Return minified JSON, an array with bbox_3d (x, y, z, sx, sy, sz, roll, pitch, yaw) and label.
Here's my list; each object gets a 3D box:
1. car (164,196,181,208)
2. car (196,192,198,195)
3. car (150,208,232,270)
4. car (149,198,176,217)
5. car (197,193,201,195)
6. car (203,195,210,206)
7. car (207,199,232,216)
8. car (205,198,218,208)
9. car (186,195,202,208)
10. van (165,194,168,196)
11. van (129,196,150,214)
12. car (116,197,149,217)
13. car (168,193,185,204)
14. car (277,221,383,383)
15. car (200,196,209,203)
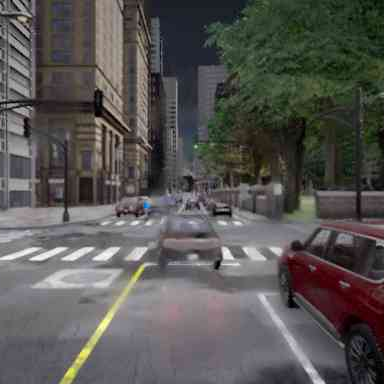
[{"bbox_3d":[-3.073,1.626,47.408,1.994,1.385,4.181,0,0,0],"label":"car"},{"bbox_3d":[2.785,1.384,85.693,2.192,1.841,5.009,0,0,0],"label":"car"},{"bbox_3d":[-0.228,1.514,11.184,2.128,1.511,4.902,0,0,-6],"label":"car"},{"bbox_3d":[-3.075,1.598,32.545,2.033,1.411,5.357,0,0,2],"label":"car"},{"bbox_3d":[2.781,1.386,69.432,2.192,1.841,5.009,0,0,0],"label":"car"},{"bbox_3d":[2.774,1.501,42.330,1.967,1.590,4.097,0,0,0],"label":"car"},{"bbox_3d":[2.772,1.616,31.489,1.947,1.339,4.313,0,0,0],"label":"car"},{"bbox_3d":[2.773,1.637,36.909,1.802,1.307,4.206,0,0,0],"label":"car"},{"bbox_3d":[0.112,1.589,46.507,1.812,1.442,4.674,0,0,0],"label":"car"},{"bbox_3d":[-5.742,1.411,80.294,1.690,1.788,3.998,0,0,0],"label":"van"},{"bbox_3d":[-5.752,1.396,36.931,1.690,1.788,3.998,0,0,0],"label":"van"},{"bbox_3d":[-5.753,1.364,31.511,2.192,1.841,5.009,0,0,0],"label":"car"},{"bbox_3d":[-2.985,1.290,66.481,2.150,2.045,5.566,0,0,0],"label":"car"},{"bbox_3d":[2.765,1.326,4.931,2.192,1.841,5.009,0,0,0],"label":"car"},{"bbox_3d":[2.782,1.596,75.022,1.752,1.417,4.829,0,0,0],"label":"car"}]
